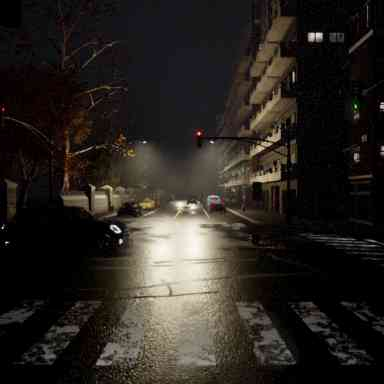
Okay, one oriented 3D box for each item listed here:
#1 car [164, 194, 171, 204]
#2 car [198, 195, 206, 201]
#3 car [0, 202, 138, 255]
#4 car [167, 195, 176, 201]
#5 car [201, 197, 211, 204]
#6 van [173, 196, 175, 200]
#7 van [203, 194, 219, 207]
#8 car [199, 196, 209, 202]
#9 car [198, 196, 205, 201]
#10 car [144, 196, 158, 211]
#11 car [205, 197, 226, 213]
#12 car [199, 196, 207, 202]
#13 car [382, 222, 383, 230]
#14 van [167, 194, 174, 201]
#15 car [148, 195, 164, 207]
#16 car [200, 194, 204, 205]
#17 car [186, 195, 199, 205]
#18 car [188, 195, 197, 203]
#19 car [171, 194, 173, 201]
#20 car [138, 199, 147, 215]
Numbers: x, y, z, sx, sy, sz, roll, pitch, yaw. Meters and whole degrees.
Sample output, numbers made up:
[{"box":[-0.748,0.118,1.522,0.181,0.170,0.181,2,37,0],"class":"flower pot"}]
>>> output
[{"box":[-5.683,1.498,64.666,1.967,1.590,4.097,0,0,0],"class":"car"},{"box":[2.698,1.544,87.185,1.967,1.590,4.097,0,0,0],"class":"car"},{"box":[-4.608,1.331,12.609,4.553,1.767,2.097,0,-2,-1],"class":"car"},{"box":[-5.682,1.669,92.815,2.008,1.369,4.403,0,0,0],"class":"car"},{"box":[2.697,1.602,64.665,1.887,1.381,4.507,0,0,0],"class":"car"},{"box":[-5.682,1.432,81.556,1.690,1.788,3.998,0,0,0],"class":"van"},{"box":[2.697,1.366,42.145,1.690,1.788,3.998,0,0,0],"class":"van"},{"box":[2.697,1.629,75.925,2.008,1.369,4.403,0,0,0],"class":"car"},{"box":[2.698,1.700,92.816,1.802,1.307,4.206,0,0,0],"class":"car"},{"box":[-5.684,1.550,41.975,1.752,1.417,4.829,0,0,0],"class":"car"},{"box":[2.696,1.564,36.514,1.887,1.381,4.507,0,0,0],"class":"car"},{"box":[2.697,1.635,81.555,1.887,1.381,4.507,0,0,0],"class":"car"},{"box":[13.468,1.604,18.561,5.009,1.841,2.192,1,-1,-1],"class":"car"},{"box":[-5.682,1.445,87.185,1.690,1.788,3.998,0,0,0],"class":"van"},{"box":[-5.684,1.347,47.775,2.192,1.841,5.009,0,0,0],"class":"car"},{"box":[2.697,1.480,53.405,1.967,1.590,4.097,0,0,0],"class":"car"},{"box":[0.004,1.597,59.600,2.033,1.411,5.357,0,0,0],"class":"car"},{"box":[0.006,1.444,70.019,1.837,1.490,4.892,0,0,0],"class":"car"},{"box":[-5.682,1.508,70.295,1.967,1.590,4.097,0,0,0],"class":"car"},{"box":[-5.685,1.580,30.884,1.947,1.339,4.313,0,0,0],"class":"car"}]
